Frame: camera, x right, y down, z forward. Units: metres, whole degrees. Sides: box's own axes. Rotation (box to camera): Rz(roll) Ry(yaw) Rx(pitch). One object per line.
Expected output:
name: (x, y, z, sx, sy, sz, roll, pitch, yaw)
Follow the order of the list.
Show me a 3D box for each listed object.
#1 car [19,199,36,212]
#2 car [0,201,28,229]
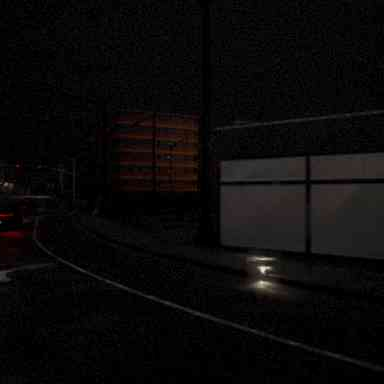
car: (-19.847, 1.566, 39.807, 1.882, 1.535, 5.008, 0, 0, -22)
car: (-11.999, 1.550, 21.336, 2.128, 1.511, 4.902, 0, 0, -24)
